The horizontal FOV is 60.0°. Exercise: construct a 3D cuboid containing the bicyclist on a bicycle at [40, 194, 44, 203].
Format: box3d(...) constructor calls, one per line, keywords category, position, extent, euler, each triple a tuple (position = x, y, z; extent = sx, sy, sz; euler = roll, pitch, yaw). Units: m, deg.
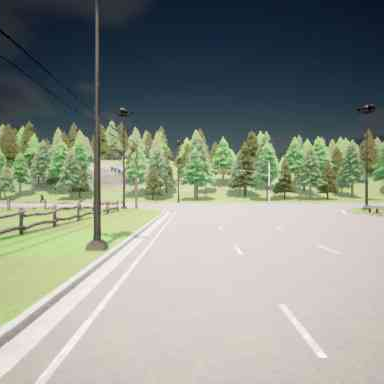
box3d(category="bicyclist on a bicycle", position=(-29.229, 1.276, 64.764), extent=(0.582, 1.620, 1.656), euler=(0, 0, 0))
